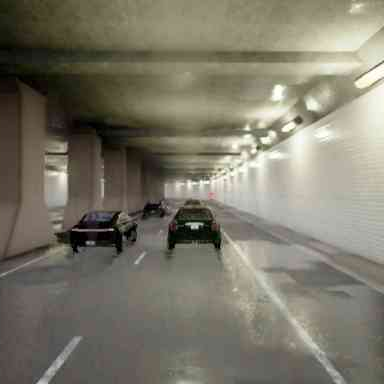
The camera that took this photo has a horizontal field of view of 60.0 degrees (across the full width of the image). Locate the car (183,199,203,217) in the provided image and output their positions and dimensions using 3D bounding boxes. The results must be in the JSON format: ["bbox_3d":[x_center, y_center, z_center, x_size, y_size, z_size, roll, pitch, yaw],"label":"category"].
[{"bbox_3d":[0.100,1.488,32.737,1.882,1.535,5.008,0,0,0],"label":"car"}]

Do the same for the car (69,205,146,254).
[{"bbox_3d":[-3.400,1.496,13.582,2.128,1.511,4.902,0,0,0],"label":"car"}]

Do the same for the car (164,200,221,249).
[{"bbox_3d":[0.101,1.357,14.817,2.097,1.767,4.553,0,0,0],"label":"car"}]

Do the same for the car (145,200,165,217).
[{"bbox_3d":[-3.400,1.502,31.131,2.128,1.511,4.902,0,0,0],"label":"car"}]
